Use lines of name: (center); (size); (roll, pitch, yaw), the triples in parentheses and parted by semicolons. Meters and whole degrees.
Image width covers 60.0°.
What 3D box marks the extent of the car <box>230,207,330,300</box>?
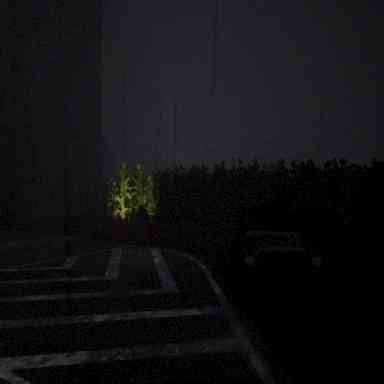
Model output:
car: (1.970, 1.357, 8.465); (1.905, 1.878, 3.866); (0, 0, 4)

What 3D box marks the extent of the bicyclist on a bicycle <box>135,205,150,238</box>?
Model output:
bicyclist on a bicycle: (-2.468, 1.467, 16.653); (0.582, 1.620, 1.656); (1, -3, -33)
